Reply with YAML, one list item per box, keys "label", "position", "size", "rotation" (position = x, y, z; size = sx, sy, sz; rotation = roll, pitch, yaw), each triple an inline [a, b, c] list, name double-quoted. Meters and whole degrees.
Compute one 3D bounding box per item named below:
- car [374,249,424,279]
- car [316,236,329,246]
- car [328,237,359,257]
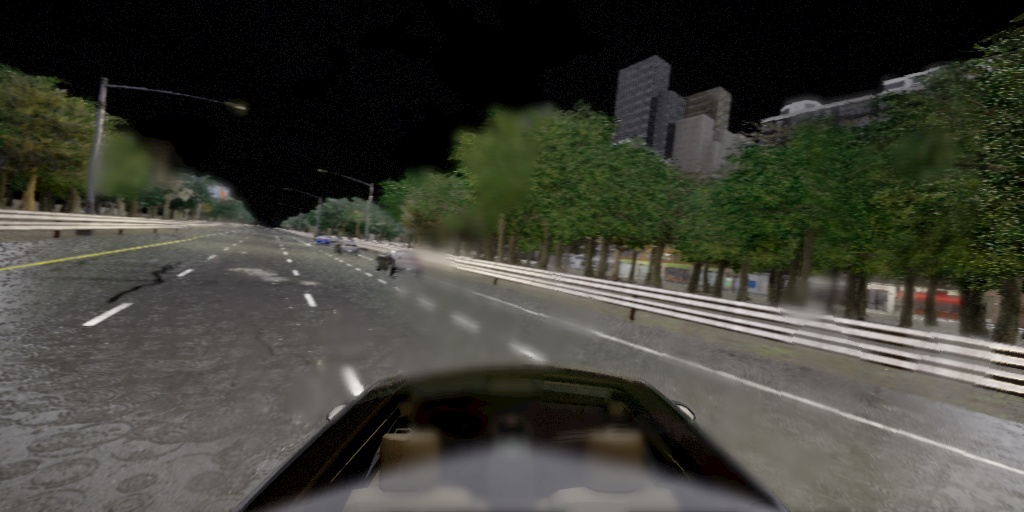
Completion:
- label: "car"
  position: [-6.738, 0.385, 21.259]
  size: [2.128, 1.511, 4.902]
  rotation: [7, 0, -34]
- label: "car"
  position: [-29.203, -2.372, 55.434]
  size: [1.882, 1.535, 5.008]
  rotation: [6, 0, -30]
- label: "car"
  position: [-16.740, -0.837, 36.177]
  size: [2.128, 1.511, 4.902]
  rotation: [7, 0, -34]
